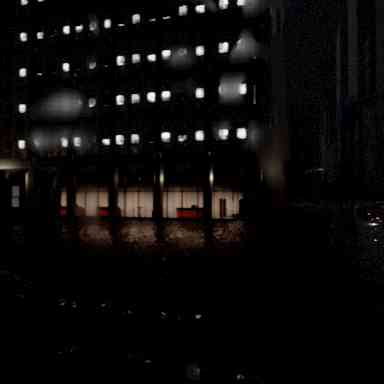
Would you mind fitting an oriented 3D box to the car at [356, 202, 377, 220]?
[{"bbox_3d":[16.963,1.900,31.589,2.033,1.411,5.357,0,-1,16],"label":"car"}]

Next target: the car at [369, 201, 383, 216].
[{"bbox_3d":[22.803,1.923,39.949,1.882,1.535,5.008,0,-1,17],"label":"car"}]

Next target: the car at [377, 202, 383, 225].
[{"bbox_3d":[13.979,1.457,21.327,2.150,2.045,5.566,0,-1,16],"label":"car"}]
